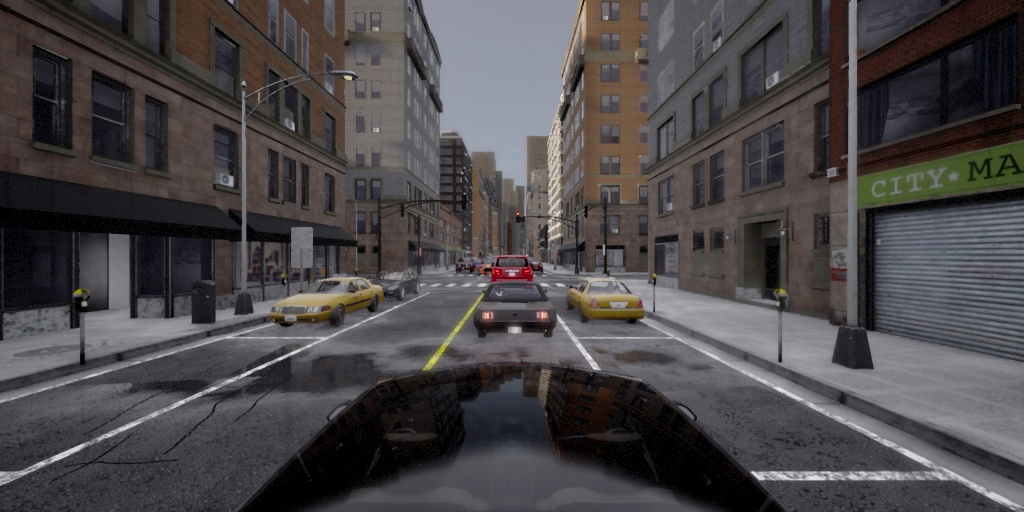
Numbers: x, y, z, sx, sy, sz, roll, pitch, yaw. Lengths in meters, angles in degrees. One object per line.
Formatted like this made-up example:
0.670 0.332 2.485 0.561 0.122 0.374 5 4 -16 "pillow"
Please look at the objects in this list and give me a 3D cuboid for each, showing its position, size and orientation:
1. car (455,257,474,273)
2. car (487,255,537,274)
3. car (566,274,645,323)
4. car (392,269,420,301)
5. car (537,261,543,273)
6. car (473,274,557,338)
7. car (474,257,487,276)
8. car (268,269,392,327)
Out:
-5.660 1.078 44.058 2.192 1.841 5.009 0 0 0 "car"
0.004 0.974 19.936 2.150 2.045 5.566 0 0 0 "car"
2.859 1.276 11.927 1.751 1.417 4.829 0 0 0 "car"
-5.665 1.302 17.284 2.007 1.370 4.403 0 0 0 "car"
2.865 1.308 44.056 1.888 1.381 4.507 0 0 0 "car"
0.083 1.351 10.166 1.895 1.301 4.718 0 0 0 "car"
-2.491 1.106 37.029 2.097 1.767 4.553 0 0 -10 "car"
-5.666 1.276 11.589 1.751 1.417 4.829 0 0 0 "car"
